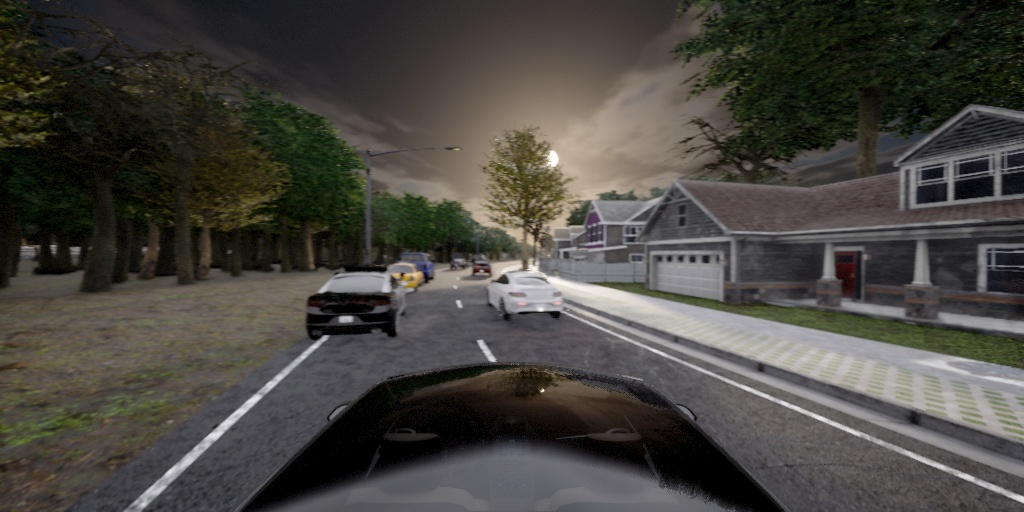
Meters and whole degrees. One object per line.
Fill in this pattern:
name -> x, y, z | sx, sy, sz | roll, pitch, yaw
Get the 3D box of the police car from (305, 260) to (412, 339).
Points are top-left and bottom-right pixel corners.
police car -> -4.008, 1.088, 9.937 | 1.930, 1.638, 5.238 | 1, 0, -13

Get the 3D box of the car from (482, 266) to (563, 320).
car -> 0.305, 1.236, 12.370 | 1.812, 1.442, 4.674 | 1, 0, -13

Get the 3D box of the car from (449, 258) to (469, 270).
car -> -6.835, 0.999, 46.924 | 1.812, 1.442, 4.674 | 1, 0, 2

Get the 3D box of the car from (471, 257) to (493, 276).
car -> -2.878, 1.081, 34.507 | 1.837, 1.490, 4.892 | 1, 0, -4

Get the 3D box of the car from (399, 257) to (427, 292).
car -> -5.947, 1.052, 19.782 | 1.801, 1.575, 5.366 | 1, 0, -9

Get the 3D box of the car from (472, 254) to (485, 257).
car -> -5.858, 0.731, 64.156 | 2.150, 2.045, 5.566 | 1, 0, 6

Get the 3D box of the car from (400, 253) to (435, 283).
car -> -6.775, 0.787, 25.533 | 2.150, 2.045, 5.566 | 1, 0, -7
